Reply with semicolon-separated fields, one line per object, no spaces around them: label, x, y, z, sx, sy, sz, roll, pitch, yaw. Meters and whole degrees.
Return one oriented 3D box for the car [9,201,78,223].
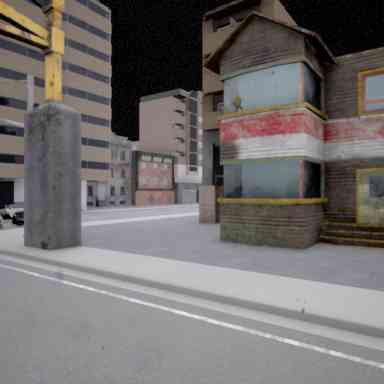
car;-10.097;1.293;23.059;1.853;1.218;4.536;0;0;15

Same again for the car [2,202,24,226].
car;-10.111;1.450;23.009;2.038;1.542;4.974;0;0;15

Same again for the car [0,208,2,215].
car;-13.269;1.292;25.708;4.536;1.218;1.853;0;0;-30
